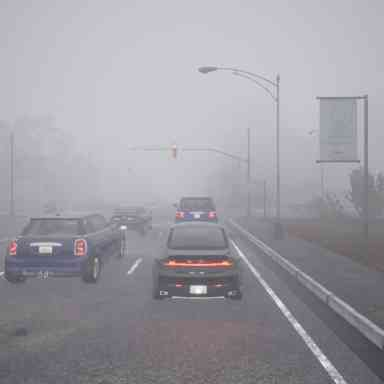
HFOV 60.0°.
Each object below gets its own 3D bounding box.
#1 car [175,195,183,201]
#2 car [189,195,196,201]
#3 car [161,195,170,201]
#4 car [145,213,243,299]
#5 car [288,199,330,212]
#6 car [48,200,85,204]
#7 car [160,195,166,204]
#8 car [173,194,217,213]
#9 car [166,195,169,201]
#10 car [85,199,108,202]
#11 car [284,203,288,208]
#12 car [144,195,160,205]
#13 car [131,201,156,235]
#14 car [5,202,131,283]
[{"bbox_3d":[-3.312,1.471,85.958,1.882,1.535,5.008,0,0,0],"label":"car"},{"bbox_3d":[0.187,1.471,85.950,1.882,1.535,5.008,0,0,0],"label":"car"},{"bbox_3d":[-6.814,1.494,85.202,1.837,1.490,4.892,0,0,0],"label":"car"},{"bbox_3d":[0.118,1.505,8.400,1.837,1.490,4.892,0,0,0],"label":"car"},{"bbox_3d":[14.136,1.505,38.667,4.892,1.490,1.837,0,0,3],"label":"car"},{"bbox_3d":[-11.576,1.491,29.278,2.128,1.511,4.902,1,-1,-38],"label":"car"},{"bbox_3d":[-6.894,1.547,65.467,2.033,1.411,5.357,0,0,1],"label":"car"},{"bbox_3d":[0.163,1.221,18.248,2.150,2.045,5.566,0,0,-2],"label":"car"},{"bbox_3d":[-6.836,1.478,75.245,1.882,1.535,5.008,0,0,0],"label":"car"},{"bbox_3d":[-10.178,1.491,36.392,4.902,1.511,2.128,0,0,3],"label":"car"},{"bbox_3d":[14.545,1.547,42.150,5.357,1.411,2.033,0,0,3],"label":"car"},{"bbox_3d":[-6.964,1.526,55.740,1.812,1.442,4.674,0,0,0],"label":"car"},{"bbox_3d":[-3.360,1.505,18.774,1.837,1.490,4.892,0,0,0],"label":"car"},{"bbox_3d":[-3.379,1.352,9.815,2.097,1.767,4.553,0,0,0],"label":"car"}]
